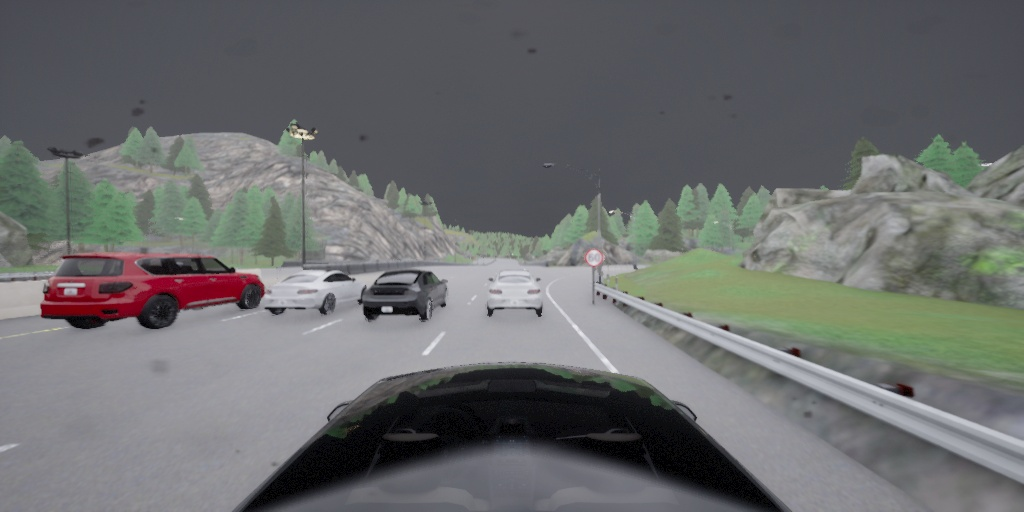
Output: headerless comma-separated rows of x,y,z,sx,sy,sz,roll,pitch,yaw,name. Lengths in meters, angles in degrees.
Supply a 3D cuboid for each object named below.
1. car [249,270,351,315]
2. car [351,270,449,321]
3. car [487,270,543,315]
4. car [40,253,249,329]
-6.907,1.224,13.105,1.812,1.442,4.674,0,0,0,car
-3.409,1.207,12.229,1.837,1.490,4.892,0,0,0,car
0.093,1.223,13.098,1.812,1.442,4.674,0,0,0,car
-10.411,0.928,11.150,2.150,2.045,5.566,0,0,0,car
